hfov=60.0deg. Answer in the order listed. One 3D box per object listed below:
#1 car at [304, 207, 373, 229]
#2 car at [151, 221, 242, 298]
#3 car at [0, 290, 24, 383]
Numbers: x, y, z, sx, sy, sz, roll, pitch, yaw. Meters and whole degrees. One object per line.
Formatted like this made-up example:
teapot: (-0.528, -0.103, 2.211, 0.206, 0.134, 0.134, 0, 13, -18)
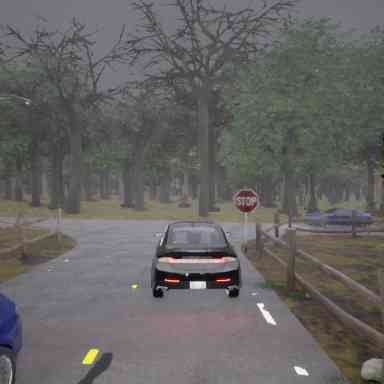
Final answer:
car: (10.412, 1.807, 23.778, 4.674, 1.442, 1.812, 1, 0, -3)
car: (0.035, 1.492, 8.520, 2.128, 1.511, 4.902, 0, 0, -2)
car: (-2.814, 1.526, 1.993, 1.812, 1.442, 4.674, 0, 0, 0)
